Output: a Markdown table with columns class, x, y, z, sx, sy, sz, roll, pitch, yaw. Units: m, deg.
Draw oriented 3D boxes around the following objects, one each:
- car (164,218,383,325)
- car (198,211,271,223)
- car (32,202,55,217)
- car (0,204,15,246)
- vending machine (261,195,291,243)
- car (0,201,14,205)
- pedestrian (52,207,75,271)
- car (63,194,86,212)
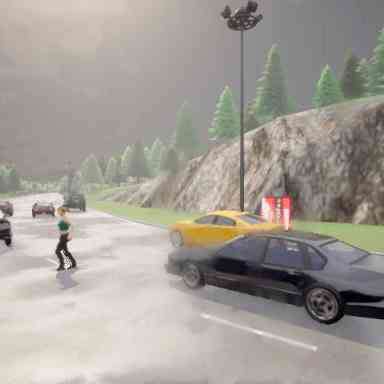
| class | x | y | z | sx | sy | sz | roll | pitch | yaw |
| --- | --- | --- | --- | --- | --- | --- | --- | --- | --- |
| car | 1.810 | 1.547 | 7.196 | 5.357 | 1.411 | 2.033 | 0 | 0 | 42 |
| car | 1.179 | 1.477 | 12.852 | 5.008 | 1.535 | 1.882 | 1 | 1 | 45 |
| car | -14.203 | 1.600 | 31.735 | 1.895 | 1.301 | 4.718 | 0 | 0 | -26 |
| car | -9.132 | 1.491 | 14.699 | 2.128 | 1.511 | 4.902 | 0 | 0 | -33 |
| vending machine | 3.882 | 1.195 | 15.396 | 1.100 | 2.100 | 0.880 | 0 | 0 | -44 |
| car | -17.647 | 1.526 | 30.844 | 1.812 | 1.442 | 4.674 | 0 | 0 | -26 |
| pedestrian | -3.646 | 1.294 | 9.427 | 0.375 | 1.860 | 0.375 | 0 | 0 | -43 |
| car | -13.911 | 1.222 | 39.294 | 2.150 | 2.045 | 5.566 | 0 | 0 | -26 |
